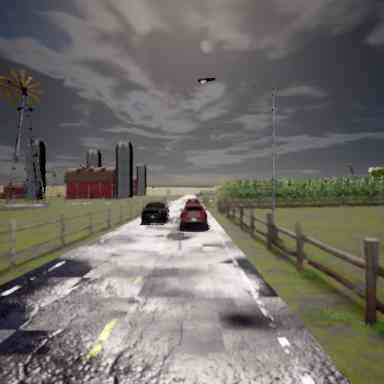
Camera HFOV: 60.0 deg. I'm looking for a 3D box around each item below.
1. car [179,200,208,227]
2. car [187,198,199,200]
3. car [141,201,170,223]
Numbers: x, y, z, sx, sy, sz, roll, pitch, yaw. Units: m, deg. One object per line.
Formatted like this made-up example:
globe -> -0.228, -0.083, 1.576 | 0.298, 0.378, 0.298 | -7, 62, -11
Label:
car -> 0.121, 1.535, 22.784 | 1.812, 1.442, 4.674 | 0, 0, 0
car -> 0.124, 1.502, 40.769 | 1.882, 1.535, 5.008 | 0, 0, 0
car -> -2.742, 1.489, 25.696 | 1.882, 1.535, 5.008 | 0, 0, 0
